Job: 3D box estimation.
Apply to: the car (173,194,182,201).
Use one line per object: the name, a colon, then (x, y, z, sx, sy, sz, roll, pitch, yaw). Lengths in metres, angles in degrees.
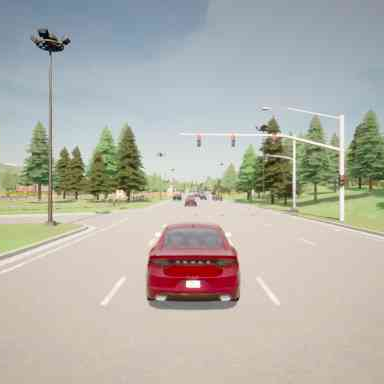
car: (-3.818, 1.469, 83.566, 1.882, 1.535, 5.008, 0, 0, 0)

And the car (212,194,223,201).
car: (6.682, 1.517, 83.607, 2.128, 1.511, 4.902, 0, 0, 0)

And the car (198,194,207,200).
car: (3.140, 1.524, 94.426, 1.812, 1.442, 4.674, 0, 0, 0)

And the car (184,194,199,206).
car: (-0.201, 1.526, 52.967, 1.812, 1.442, 4.674, 0, 0, 0)

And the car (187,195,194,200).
car: (-0.358, 1.428, 94.030, 1.895, 1.301, 4.718, 0, 0, 0)

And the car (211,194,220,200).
car: (6.642, 1.372, 94.026, 2.033, 1.411, 5.357, 0, 0, 0)

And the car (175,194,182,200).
car: (-3.858, 1.310, 93.986, 1.882, 1.535, 5.008, 0, 0, 0)

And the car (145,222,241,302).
car: (0.031, 1.478, 8.365, 1.882, 1.535, 5.008, 0, 0, 0)
